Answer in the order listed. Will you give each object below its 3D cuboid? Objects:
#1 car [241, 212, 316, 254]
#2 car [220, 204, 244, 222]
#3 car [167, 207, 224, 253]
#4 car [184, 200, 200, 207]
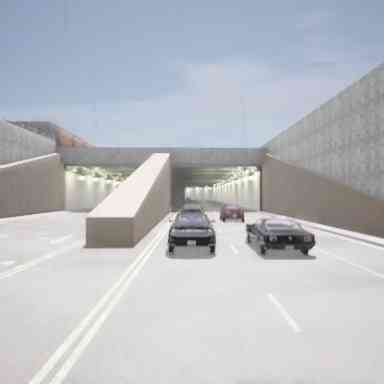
[{"bbox_3d":[3.495,1.732,14.104,1.895,1.301,4.718,0,0,0],"label":"car"},{"bbox_3d":[3.492,1.798,29.380,1.812,1.442,4.674,0,0,0],"label":"car"},{"bbox_3d":[-0.002,1.626,14.293,2.128,1.511,4.902,0,0,0],"label":"car"},{"bbox_3d":[-0.009,1.779,29.309,1.837,1.490,4.892,0,0,0],"label":"car"}]
